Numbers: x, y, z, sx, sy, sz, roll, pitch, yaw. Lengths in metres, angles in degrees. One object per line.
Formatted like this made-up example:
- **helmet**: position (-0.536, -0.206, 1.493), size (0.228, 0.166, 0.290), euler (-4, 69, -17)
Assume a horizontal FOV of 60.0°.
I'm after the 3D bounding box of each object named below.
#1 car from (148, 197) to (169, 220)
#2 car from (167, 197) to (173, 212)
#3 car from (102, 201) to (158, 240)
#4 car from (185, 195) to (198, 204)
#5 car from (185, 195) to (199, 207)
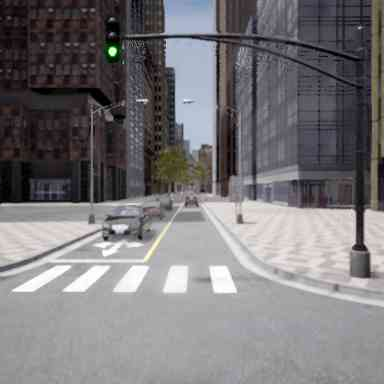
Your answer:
- **car**: position (-3.120, 1.394, 26.425), size (1.812, 1.442, 4.674), euler (0, 0, 0)
- **car**: position (-3.131, 1.295, 36.780), size (1.882, 1.535, 5.008), euler (0, 0, 0)
- **car**: position (-3.116, 1.409, 16.593), size (2.128, 1.511, 4.902), euler (0, 0, -1)
- **car**: position (-0.073, 1.213, 56.657), size (2.128, 1.511, 4.902), euler (0, 0, 0)
- **car**: position (-0.058, 1.295, 46.652), size (1.812, 1.442, 4.674), euler (0, 0, 0)
